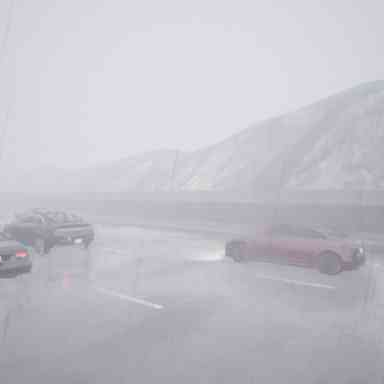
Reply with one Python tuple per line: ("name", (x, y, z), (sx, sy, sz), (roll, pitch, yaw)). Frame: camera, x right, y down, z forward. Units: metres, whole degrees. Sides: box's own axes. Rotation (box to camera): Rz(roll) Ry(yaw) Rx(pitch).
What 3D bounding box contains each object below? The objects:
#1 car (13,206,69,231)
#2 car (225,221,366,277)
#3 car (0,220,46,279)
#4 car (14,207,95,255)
("car", (-10.130, 1.673, 22.128), (4.718, 1.301, 1.895), (0, 0, 45))
("car", (3.137, 1.608, 10.536), (4.181, 1.385, 1.994), (0, 0, 37))
("car", (-6.361, 1.575, 9.140), (5.357, 1.411, 2.033), (0, 0, 40))
("car", (-5.862, 1.536, 13.378), (4.902, 1.511, 2.128), (0, 0, 41))
